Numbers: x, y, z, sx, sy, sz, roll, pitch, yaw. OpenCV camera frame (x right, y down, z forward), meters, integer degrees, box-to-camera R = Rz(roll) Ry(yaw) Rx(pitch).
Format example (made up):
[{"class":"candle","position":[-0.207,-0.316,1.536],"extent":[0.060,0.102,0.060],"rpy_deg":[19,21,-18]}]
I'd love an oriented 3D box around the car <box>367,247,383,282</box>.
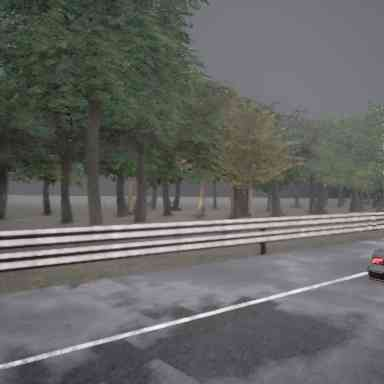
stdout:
[{"class":"car","position":[6.647,1.656,8.575],"extent":[5.357,1.411,2.033],"rpy_deg":[1,0,-35]}]
